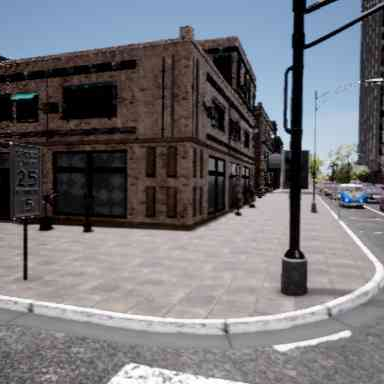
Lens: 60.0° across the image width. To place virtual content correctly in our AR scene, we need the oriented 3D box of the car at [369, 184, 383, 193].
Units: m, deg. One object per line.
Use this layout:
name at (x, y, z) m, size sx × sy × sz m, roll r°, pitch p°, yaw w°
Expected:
car at (30.923, -0.572, 55.142) m, size 1.887 × 1.381 × 4.507 m, roll 2°, pitch 3°, yaw 18°

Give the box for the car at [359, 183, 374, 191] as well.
car at (34.461, -1.004, 65.801) m, size 1.752 × 1.417 × 4.829 m, roll 2°, pitch 3°, yaw 18°

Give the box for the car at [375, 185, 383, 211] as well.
car at (13.654, 0.498, 21.486) m, size 2.097 × 1.767 × 4.553 m, roll 1°, pitch 2°, yaw 19°

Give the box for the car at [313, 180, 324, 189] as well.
car at (29.944, -1.777, 78.772) m, size 2.192 × 1.841 × 5.009 m, roll 2°, pitch 3°, yaw 18°

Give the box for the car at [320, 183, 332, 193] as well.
car at (17.747, -0.103, 42.038) m, size 1.947 × 1.339 × 4.313 m, roll 2°, pitch 3°, yaw 18°

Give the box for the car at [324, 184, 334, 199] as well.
car at (16.005, 0.117, 36.789) m, size 1.802 × 1.307 × 4.206 m, roll 2°, pitch 3°, yaw 18°

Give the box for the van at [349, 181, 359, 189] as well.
van at (39.637, -1.792, 81.380) m, size 1.690 × 1.788 × 3.998 m, roll 2°, pitch 3°, yaw 18°

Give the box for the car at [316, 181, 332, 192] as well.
car at (21.236, -0.760, 52.525) m, size 2.192 × 1.841 × 5.009 m, roll 2°, pitch 3°, yaw 18°

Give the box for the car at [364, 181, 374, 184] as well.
car at (26.231, -0.568, 49.564) m, size 2.097 × 1.767 × 4.553 m, roll 1°, pitch 2°, yaw 18°

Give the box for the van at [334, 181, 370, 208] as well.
van at (12.527, 0.283, 26.280) m, size 1.690 × 1.788 × 3.998 m, roll 2°, pitch 3°, yaw 18°

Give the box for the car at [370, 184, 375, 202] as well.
car at (16.947, 0.256, 31.325) m, size 2.128 × 1.511 × 4.902 m, roll 1°, pitch 2°, yaw 19°

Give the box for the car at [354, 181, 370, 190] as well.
car at (36.153, -1.412, 70.880) m, size 2.192 × 1.841 × 5.009 m, roll 2°, pitch 3°, yaw 18°
